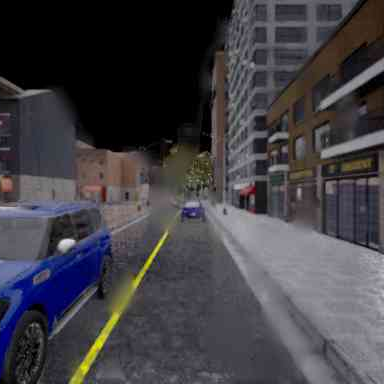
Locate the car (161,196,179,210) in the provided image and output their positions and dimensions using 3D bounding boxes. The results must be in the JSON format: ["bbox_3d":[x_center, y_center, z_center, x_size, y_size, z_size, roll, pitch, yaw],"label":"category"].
[{"bbox_3d":[-2.765,1.338,42.553,2.097,1.767,4.553,0,0,1],"label":"car"}]

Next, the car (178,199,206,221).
[{"bbox_3d":[0.097,1.462,26.847,1.882,1.535,5.008,0,0,0],"label":"car"}]

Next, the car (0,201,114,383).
[{"bbox_3d":[-2.847,1.215,5.456,2.150,2.045,5.566,0,0,0],"label":"car"}]

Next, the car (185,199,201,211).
[{"bbox_3d":[0.102,1.589,41.892,1.895,1.301,4.718,0,0,0],"label":"car"}]
